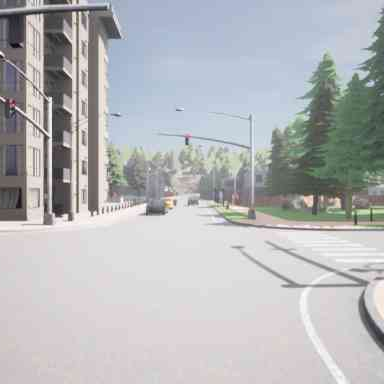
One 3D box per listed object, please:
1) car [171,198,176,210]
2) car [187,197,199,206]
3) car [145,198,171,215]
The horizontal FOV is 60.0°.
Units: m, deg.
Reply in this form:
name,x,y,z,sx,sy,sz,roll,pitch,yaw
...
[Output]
name,x,y,z,sx,sy,sz,roll,pitch,yaw
car,-3.447,1.467,43.469,1.882,1.535,5.008,0,0,0
car,0.185,1.533,55.689,2.033,1.411,5.357,0,0,0
car,-3.489,1.469,33.508,1.882,1.535,5.008,0,0,0
